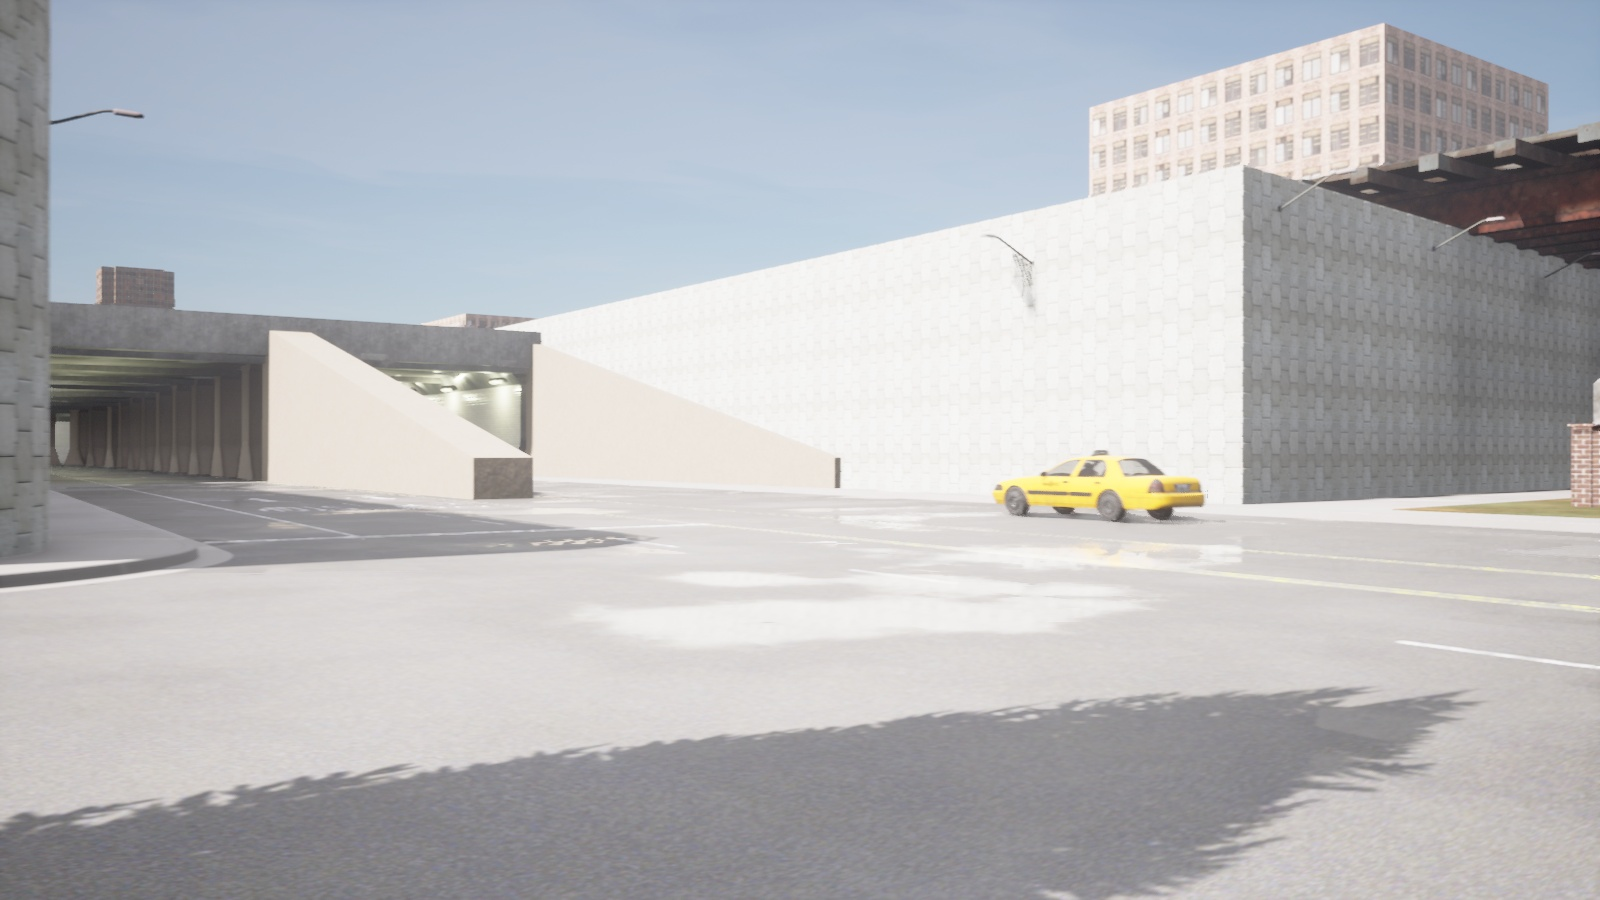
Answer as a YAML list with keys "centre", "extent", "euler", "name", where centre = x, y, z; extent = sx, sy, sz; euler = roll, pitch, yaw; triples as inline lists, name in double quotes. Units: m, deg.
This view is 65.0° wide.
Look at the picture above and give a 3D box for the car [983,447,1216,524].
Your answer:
- centre: [6.681, 0.740, 28.677]
  extent: [1.801, 1.575, 5.366]
  euler: [0, 0, -34]
  name: "car"
